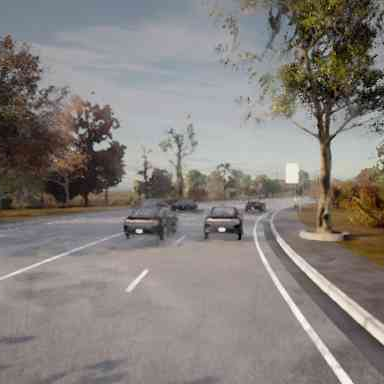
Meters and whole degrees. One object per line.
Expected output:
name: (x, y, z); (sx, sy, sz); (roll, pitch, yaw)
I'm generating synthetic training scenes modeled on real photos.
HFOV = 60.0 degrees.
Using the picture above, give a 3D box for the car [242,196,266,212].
car: (7.441, 1.516, 38.738); (1.837, 1.490, 4.892); (0, 0, 19)

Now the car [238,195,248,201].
car: (11.837, 1.477, 75.117); (1.837, 1.490, 4.892); (0, 0, 26)

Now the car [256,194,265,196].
car: (15.254, 1.150, 74.142); (1.812, 1.442, 4.674); (0, 0, 26)

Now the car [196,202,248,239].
car: (1.733, 1.489, 17.423); (2.128, 1.511, 4.902); (0, 0, 9)

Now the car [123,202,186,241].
car: (-1.917, 1.472, 16.708); (2.128, 1.511, 4.902); (0, 0, 8)

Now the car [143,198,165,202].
car: (-4.447, 1.436, 36.996); (2.128, 1.511, 4.902); (0, 0, 18)

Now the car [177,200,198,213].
car: (-0.881, 1.565, 36.757); (1.895, 1.301, 4.718); (0, 0, 18)
